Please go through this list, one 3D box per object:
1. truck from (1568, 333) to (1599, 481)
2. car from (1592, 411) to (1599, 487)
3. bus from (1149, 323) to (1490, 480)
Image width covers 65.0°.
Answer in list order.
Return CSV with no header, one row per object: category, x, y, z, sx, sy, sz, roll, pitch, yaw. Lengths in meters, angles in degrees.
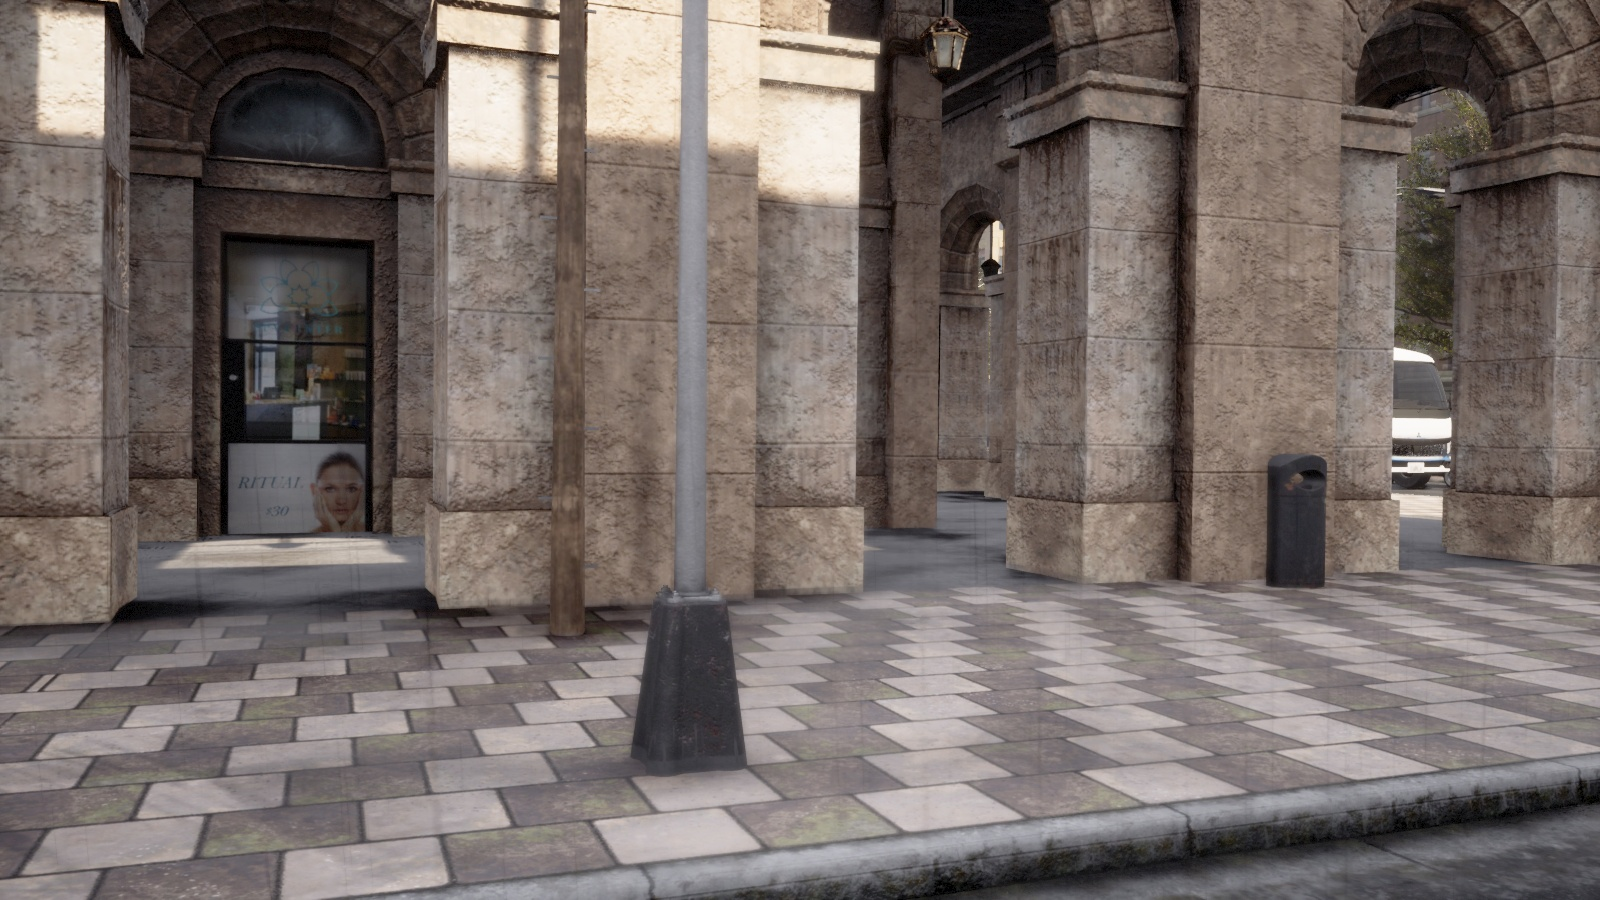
truck,23.223,-1.103,29.850,2.891,3.827,8.468,-1,1,-21
car,20.346,-0.014,27.671,2.097,1.767,4.553,-1,1,-20
bus,15.800,-1.393,39.535,3.944,4.253,10.273,-1,1,-21
